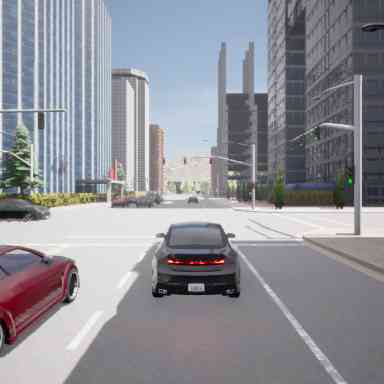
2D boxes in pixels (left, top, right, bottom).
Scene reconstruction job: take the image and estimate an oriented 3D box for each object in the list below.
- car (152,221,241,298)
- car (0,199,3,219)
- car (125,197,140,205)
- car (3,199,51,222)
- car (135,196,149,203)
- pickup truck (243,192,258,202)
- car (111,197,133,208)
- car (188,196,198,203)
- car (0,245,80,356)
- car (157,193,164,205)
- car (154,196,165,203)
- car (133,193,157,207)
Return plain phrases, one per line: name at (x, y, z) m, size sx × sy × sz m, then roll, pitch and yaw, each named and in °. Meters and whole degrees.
car at (0.095, 1.505, 8.523) m, size 1.837 × 1.490 × 4.892 m, roll 0°, pitch 0°, yaw 0°
car at (-13.978, 1.351, 20.078) m, size 4.553 × 1.767 × 2.097 m, roll 0°, pitch 0°, yaw 27°
car at (-10.451, 1.564, 58.857) m, size 1.994 × 1.385 × 4.181 m, roll 0°, pitch 0°, yaw 0°
car at (-13.499, 1.351, 25.966) m, size 4.553 × 1.767 × 2.097 m, roll 0°, pitch 0°, yaw 1°
car at (-10.357, 1.525, 69.018) m, size 2.128 × 1.511 × 4.902 m, roll 0°, pitch 0°, yaw 0°
pickup truck at (13.272, 1.059, 72.747) m, size 2.390 × 2.098 × 6.274 m, roll 0°, pitch 0°, yaw 31°
car at (-10.482, 1.478, 48.873) m, size 1.882 × 1.535 × 5.008 m, roll 0°, pitch 0°, yaw 0°
car at (0.227, 1.525, 67.352) m, size 1.812 × 1.442 × 4.674 m, roll 0°, pitch 0°, yaw 0°
car at (-3.427, 1.564, 5.565) m, size 1.994 × 1.385 × 4.181 m, roll 0°, pitch 0°, yaw 1°
car at (-6.942, 1.223, 59.819) m, size 2.150 × 2.045 × 5.566 m, roll 0°, pitch 0°, yaw 1°
car at (-6.855, 1.524, 69.862) m, size 1.812 × 1.442 × 4.674 m, roll 0°, pitch 0°, yaw 0°
car at (-6.980, 1.352, 49.674) m, size 2.097 × 1.767 × 4.553 m, roll 0°, pitch 0°, yaw 0°
